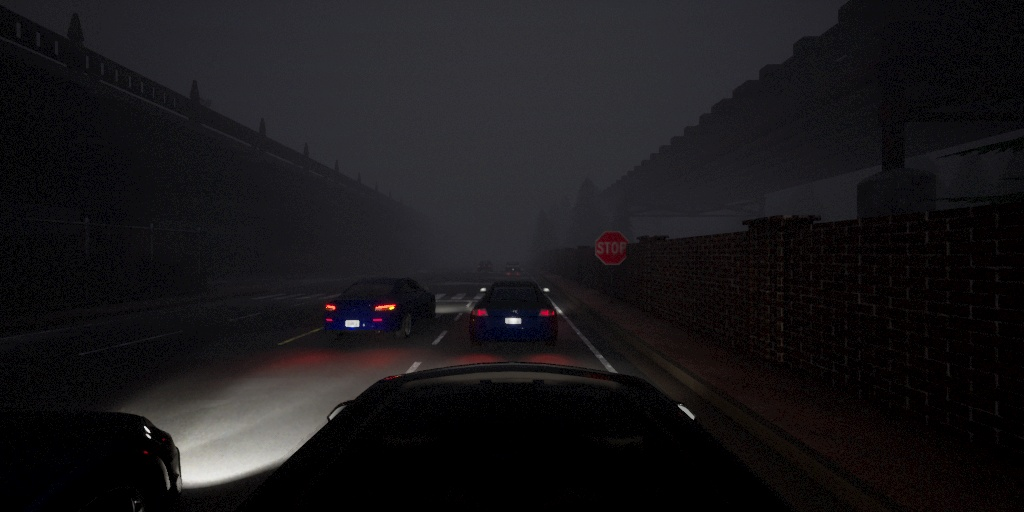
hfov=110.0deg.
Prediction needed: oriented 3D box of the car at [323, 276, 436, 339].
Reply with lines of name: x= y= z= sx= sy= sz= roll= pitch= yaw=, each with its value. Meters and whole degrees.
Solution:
car: x=-3.412 y=1.276 z=9.952 sx=1.812 sy=1.442 sz=4.674 roll=0 pitch=0 yaw=0

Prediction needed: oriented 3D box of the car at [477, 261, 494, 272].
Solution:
car: x=-3.388 y=1.297 z=46.019 sx=2.033 sy=1.411 sz=5.357 roll=0 pitch=0 yaw=-1

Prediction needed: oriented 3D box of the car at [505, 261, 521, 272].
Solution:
car: x=0.106 y=1.351 z=46.227 sx=1.895 sy=1.301 sz=4.718 roll=0 pitch=0 yaw=-1

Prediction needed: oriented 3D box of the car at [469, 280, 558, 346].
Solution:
car: x=0.070 y=1.314 z=9.429 sx=1.994 sy=1.385 sz=4.181 roll=0 pitch=0 yaw=1

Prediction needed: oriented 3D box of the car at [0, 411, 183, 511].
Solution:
car: x=-3.399 y=1.314 z=0.856 sx=1.994 sy=1.385 sz=4.181 roll=0 pitch=0 yaw=0
